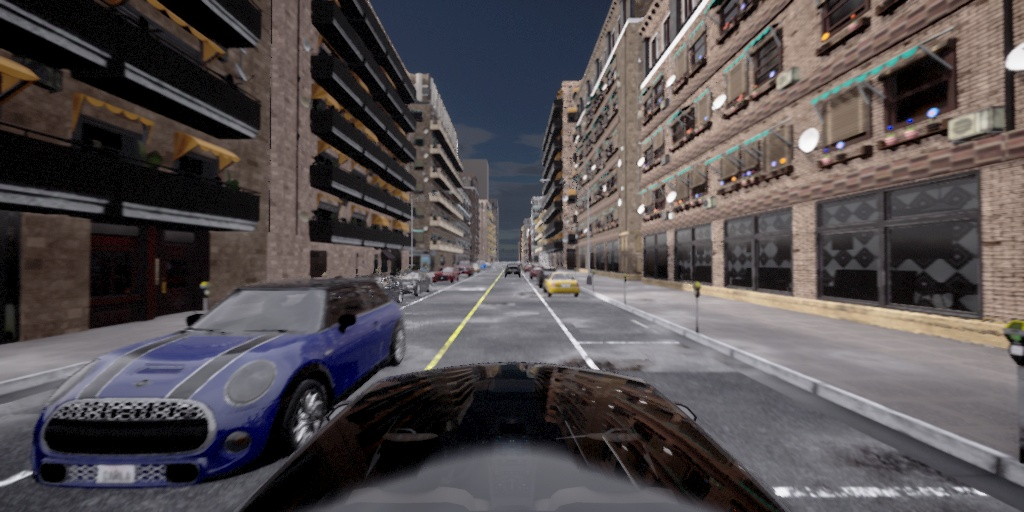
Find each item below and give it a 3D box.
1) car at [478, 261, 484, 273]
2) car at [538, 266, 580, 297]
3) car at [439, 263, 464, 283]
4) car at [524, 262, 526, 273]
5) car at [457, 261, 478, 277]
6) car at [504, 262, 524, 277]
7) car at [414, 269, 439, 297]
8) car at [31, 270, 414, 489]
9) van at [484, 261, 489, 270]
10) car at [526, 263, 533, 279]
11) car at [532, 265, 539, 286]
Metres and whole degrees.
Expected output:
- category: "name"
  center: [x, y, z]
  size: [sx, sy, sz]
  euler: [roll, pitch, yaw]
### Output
- category: "car"
  center: [-5.683, 1.800, 53.760]
  size: [1.751, 1.417, 4.829]
  euler: [0, 0, 0]
- category: "car"
  center: [2.693, 1.460, 20.279]
  size: [1.751, 1.417, 4.829]
  euler: [0, 0, 0]
- category: "car"
  center: [-5.687, 1.593, 31.387]
  size: [1.888, 1.381, 4.507]
  euler: [0, 0, 0]
- category: "car"
  center: [2.697, 1.856, 53.925]
  size: [1.802, 1.307, 4.207]
  euler: [0, 0, 0]
- category: "car"
  center: [-5.685, 1.476, 42.659]
  size: [2.192, 1.841, 5.009]
  euler: [0, 0, 0]
- category: "car"
  center: [0.106, 1.657, 41.894]
  size: [1.837, 1.490, 4.892]
  euler: [0, -1, 0]
- category: "car"
  center: [-5.689, 1.486, 20.115]
  size: [2.007, 1.370, 4.403]
  euler: [0, 0, 0]
- category: "car"
  center: [-3.098, 1.136, 5.056]
  size: [2.097, 1.767, 4.553]
  euler: [0, -1, 0]
- category: "van"
  center: [-5.682, 1.729, 65.202]
  size: [1.690, 1.789, 3.998]
  euler: [0, 0, 0]
- category: "car"
  center: [2.695, 1.687, 37.017]
  size: [1.802, 1.307, 4.207]
  euler: [0, 0, 0]
- category: "car"
  center: [2.693, 1.557, 25.745]
  size: [1.948, 1.339, 4.313]
  euler: [0, 0, 0]
